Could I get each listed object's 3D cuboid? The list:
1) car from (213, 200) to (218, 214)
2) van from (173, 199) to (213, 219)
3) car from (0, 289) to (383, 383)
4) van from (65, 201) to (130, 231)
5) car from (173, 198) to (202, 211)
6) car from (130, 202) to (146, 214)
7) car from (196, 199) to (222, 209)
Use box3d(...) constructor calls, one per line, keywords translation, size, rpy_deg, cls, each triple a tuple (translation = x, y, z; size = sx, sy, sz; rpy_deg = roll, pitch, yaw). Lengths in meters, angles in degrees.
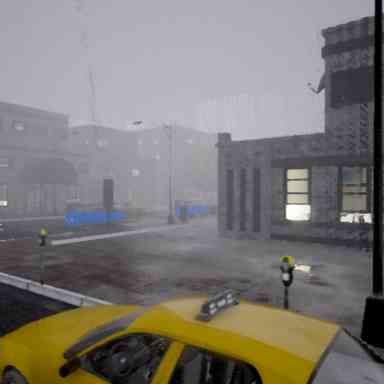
box3d(translation=(3.121, 1.756, 35.641), size=(1.887, 1.381, 4.507), rpy_deg=(0, 0, 35), cls="car")
box3d(translation=(-0.040, 1.536, 31.115), size=(1.690, 1.788, 3.998), rpy_deg=(0, 0, 35), cls="van")
box3d(translation=(-0.001, 1.534, 2.868), size=(4.829, 1.417, 1.752), rpy_deg=(0, 0, 35), cls="car")
box3d(translation=(-6.363, 1.506, 22.061), size=(1.690, 1.788, 3.998), rpy_deg=(0, 0, 35), cls="van")
box3d(translation=(-0.578, 1.655, 44.983), size=(1.967, 1.590, 4.097), rpy_deg=(0, 0, 35), cls="car")
box3d(translation=(-6.998, 1.705, 35.787), size=(1.752, 1.417, 4.829), rpy_deg=(0, 0, 35), cls="car")
box3d(translation=(2.583, 1.777, 49.510), size=(1.887, 1.381, 4.507), rpy_deg=(0, 0, 35), cls="car")
